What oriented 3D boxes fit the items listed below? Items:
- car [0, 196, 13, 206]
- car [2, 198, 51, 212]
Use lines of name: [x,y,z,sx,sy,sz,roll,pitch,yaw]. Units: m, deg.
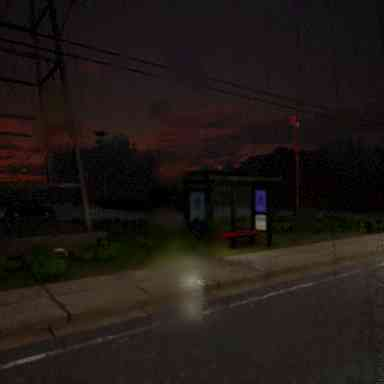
car: [-27.586,1.303,47.194,4.605,1.855,1.932,0,0,-36]
car: [-14.088,1.515,29.217,3.905,1.438,1.784,0,0,-36]
